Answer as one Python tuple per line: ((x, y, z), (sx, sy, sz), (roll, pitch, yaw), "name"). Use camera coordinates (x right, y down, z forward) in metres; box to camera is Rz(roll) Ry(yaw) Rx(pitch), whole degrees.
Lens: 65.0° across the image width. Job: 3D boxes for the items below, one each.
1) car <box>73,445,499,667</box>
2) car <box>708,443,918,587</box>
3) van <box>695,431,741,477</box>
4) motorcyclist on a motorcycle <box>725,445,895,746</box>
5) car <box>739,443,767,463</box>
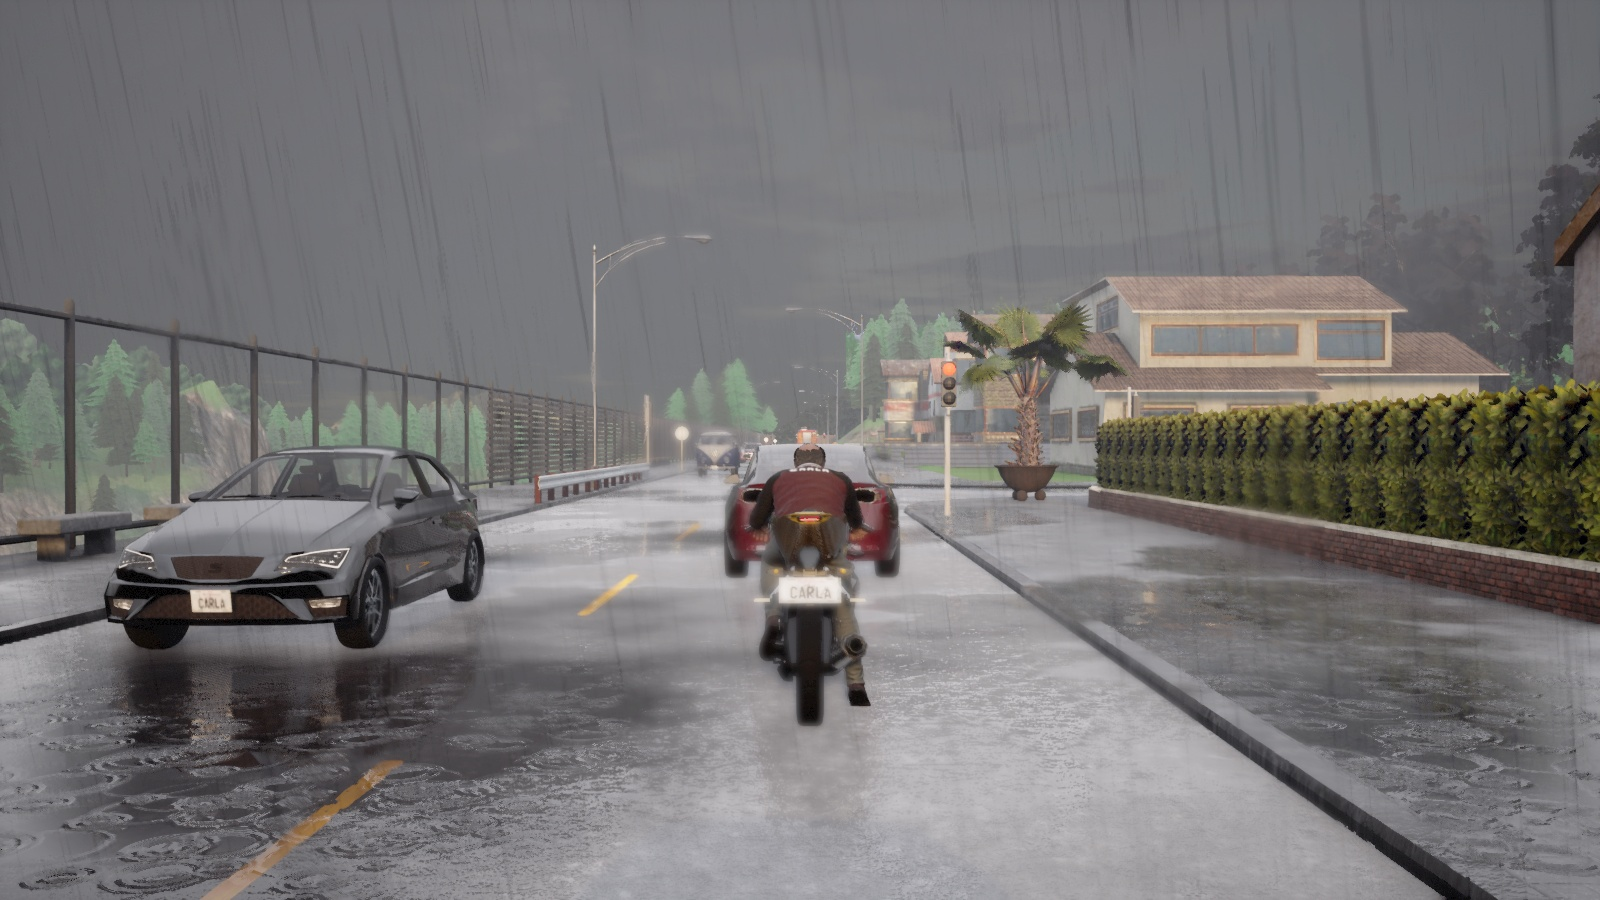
((-3.927, 0.698, 10.470), (1.816, 1.474, 4.193), (0, 0, 0), "car")
((0.124, 0.660, 15.372), (2.163, 1.488, 4.792), (0, 0, 0), "car")
((-3.672, 0.176, 56.809), (1.775, 1.987, 4.442), (0, 0, 0), "van")
((0.056, 0.739, 7.498), (0.866, 1.530, 2.191), (0, 0, 0), "motorcyclist on a motorcycle")
((-3.471, 0.183, 93.282), (1.970, 1.475, 3.806), (0, 0, 0), "car")
